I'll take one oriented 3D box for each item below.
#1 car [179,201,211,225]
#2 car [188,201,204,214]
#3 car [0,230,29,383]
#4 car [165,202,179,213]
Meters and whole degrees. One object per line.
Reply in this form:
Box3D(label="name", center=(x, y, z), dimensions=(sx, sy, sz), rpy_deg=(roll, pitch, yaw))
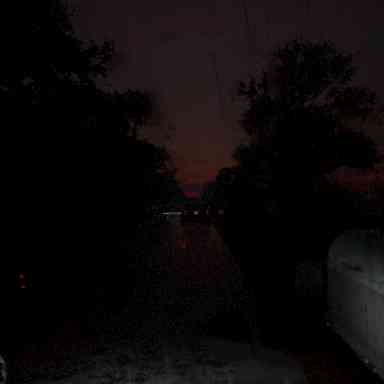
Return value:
Box3D(label="car", center=(0.313, 1.508, 25.370), dimensions=(2.097, 1.767, 4.553), rpy_deg=(0, -1, 0))
Box3D(label="car", center=(0.502, 1.935, 43.079), dimensions=(1.882, 1.535, 5.008), rpy_deg=(0, -1, 1))
Box3D(label="car", center=(-2.888, 1.218, 1.468), dimensions=(2.150, 2.045, 5.566), rpy_deg=(0, 0, 0))
Box3D(label="car", center=(-2.423, 2.038, 43.890), dimensions=(1.994, 1.385, 4.181), rpy_deg=(0, -1, 1))
